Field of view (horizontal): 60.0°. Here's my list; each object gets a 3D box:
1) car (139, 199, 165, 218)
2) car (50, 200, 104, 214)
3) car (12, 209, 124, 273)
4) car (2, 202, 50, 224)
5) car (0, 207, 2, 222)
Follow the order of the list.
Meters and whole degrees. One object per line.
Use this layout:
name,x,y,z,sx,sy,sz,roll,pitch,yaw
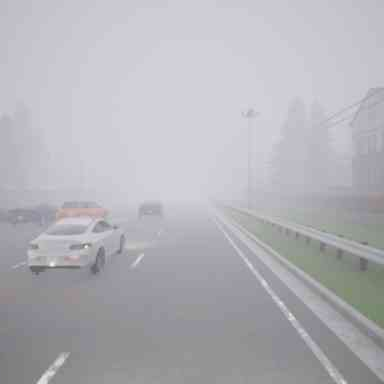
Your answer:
car,-3.391,1.385,28.857,1.882,1.535,5.008,0,0,0
car,-6.894,1.284,21.206,2.097,1.767,4.553,0,0,0
car,-3.396,1.492,10.399,1.812,1.442,4.674,0,0,0
car,-10.393,1.405,22.586,1.882,1.535,5.008,0,0,0
car,-13.892,1.492,22.433,1.994,1.385,4.181,0,0,0
